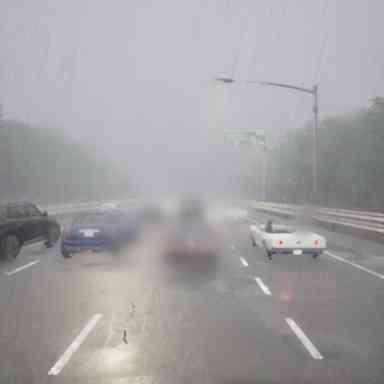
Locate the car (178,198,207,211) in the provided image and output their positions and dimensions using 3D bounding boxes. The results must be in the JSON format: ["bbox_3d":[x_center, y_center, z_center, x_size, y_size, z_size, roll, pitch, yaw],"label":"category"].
[{"bbox_3d":[0.040,1.480,27.519,2.150,2.045,5.566,0,0,1],"label":"car"}]

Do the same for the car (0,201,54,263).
[{"bbox_3d":[-6.986,1.345,12.552,2.150,2.045,5.566,0,0,0],"label":"car"}]

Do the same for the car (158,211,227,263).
[{"bbox_3d":[0.010,1.668,12.506,2.033,1.411,5.357,0,-1,1],"label":"car"}]

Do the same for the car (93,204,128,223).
[{"bbox_3d":[-6.939,1.792,28.866,1.812,1.442,4.674,0,0,1],"label":"car"}]

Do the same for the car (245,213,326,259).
[{"bbox_3d":[3.523,1.728,13.221,1.895,1.301,4.718,0,-1,1],"label":"car"}]

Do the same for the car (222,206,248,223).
[{"bbox_3d":[3.551,1.862,28.190,1.895,1.301,4.718,0,0,1],"label":"car"}]

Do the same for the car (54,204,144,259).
[{"bbox_3d":[-3.472,1.479,13.395,2.097,1.767,4.553,0,-1,1],"label":"car"}]

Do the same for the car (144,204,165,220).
[{"bbox_3d":[-3.444,1.770,28.466,1.837,1.490,4.892,0,0,1],"label":"car"}]
